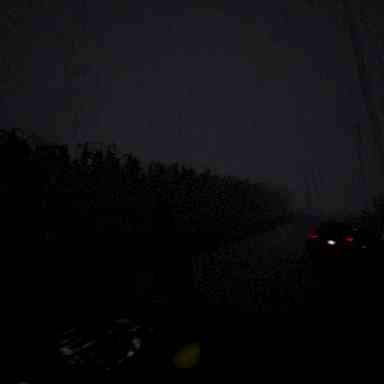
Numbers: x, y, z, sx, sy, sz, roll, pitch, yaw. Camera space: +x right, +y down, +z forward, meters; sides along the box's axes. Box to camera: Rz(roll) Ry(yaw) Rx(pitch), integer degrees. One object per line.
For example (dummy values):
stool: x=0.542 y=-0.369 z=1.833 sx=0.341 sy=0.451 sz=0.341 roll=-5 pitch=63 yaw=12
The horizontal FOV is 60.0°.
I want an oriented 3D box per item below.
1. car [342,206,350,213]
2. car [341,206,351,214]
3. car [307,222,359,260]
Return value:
car: x=40.199 y=4.510 z=86.715 sx=1.837 sy=1.490 sz=4.892 roll=2 pitch=-1 yaw=25
car: x=35.766 y=4.231 z=77.316 sx=2.128 sy=1.511 sz=4.902 roll=2 pitch=-1 yaw=25
car: x=6.424 y=2.047 z=15.083 sx=1.994 sy=1.385 sz=4.181 roll=2 pitch=-1 yaw=25
